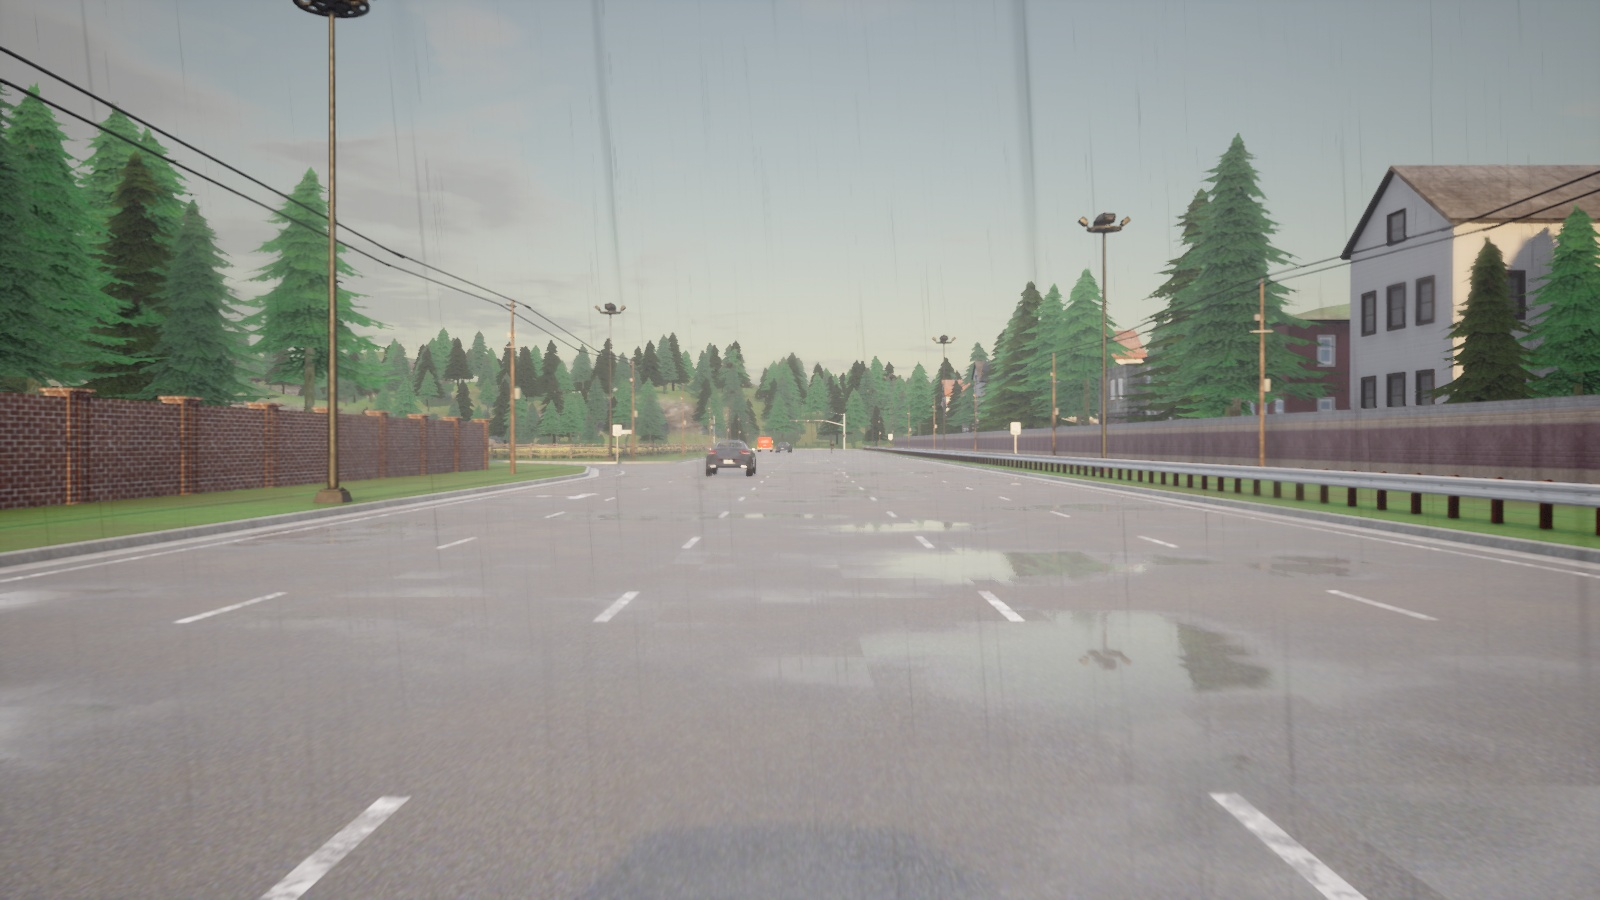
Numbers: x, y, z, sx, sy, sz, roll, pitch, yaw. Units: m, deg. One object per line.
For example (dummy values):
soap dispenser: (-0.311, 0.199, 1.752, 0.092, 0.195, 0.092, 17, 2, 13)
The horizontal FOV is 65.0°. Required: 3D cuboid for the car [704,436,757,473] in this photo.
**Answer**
car: (-3.153, 0.194, 57.989, 2.152, 1.651, 5.027, 0, 0, 0)
